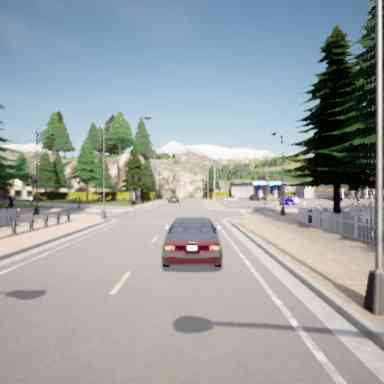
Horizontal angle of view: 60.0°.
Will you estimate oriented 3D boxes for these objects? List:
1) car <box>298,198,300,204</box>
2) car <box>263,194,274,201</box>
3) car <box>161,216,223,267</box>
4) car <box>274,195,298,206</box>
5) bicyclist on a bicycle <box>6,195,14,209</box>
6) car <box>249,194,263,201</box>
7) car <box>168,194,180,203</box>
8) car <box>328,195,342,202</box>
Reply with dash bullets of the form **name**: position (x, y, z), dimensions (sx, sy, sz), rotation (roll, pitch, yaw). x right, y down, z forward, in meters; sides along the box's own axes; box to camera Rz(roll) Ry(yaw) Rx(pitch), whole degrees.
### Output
- **car**: position (17.004, 1.301, 56.936), dimensions (1.970, 1.475, 3.806), rotation (0, 0, 0)
- **car**: position (17.334, 1.219, 75.599), dimensions (2.152, 1.636, 5.027), rotation (0, 0, 0)
- **car**: position (0.018, 1.531, 11.335), dimensions (2.033, 1.411, 5.357), rotation (0, 0, 0)
- **car**: position (13.951, 1.301, 49.545), dimensions (1.845, 1.501, 3.633), rotation (0, 0, 0)
- **bicyclist on a bicycle**: position (-21.790, 1.227, 39.894), dimensions (0.582, 1.620, 1.656), rotation (0, 0, 1)
- **car**: position (14.197, 1.229, 75.578), dimensions (2.007, 1.523, 4.514), rotation (0, 0, 0)
- **car**: position (-3.521, 1.257, 64.350), dimensions (2.097, 1.767, 4.553), rotation (0, 0, 0)
- **car**: position (29.104, 1.220, 67.810), dimensions (1.845, 1.501, 3.633), rotation (0, 0, 0)
